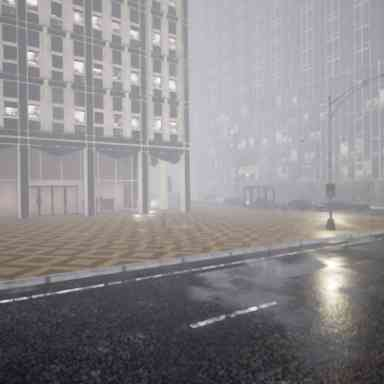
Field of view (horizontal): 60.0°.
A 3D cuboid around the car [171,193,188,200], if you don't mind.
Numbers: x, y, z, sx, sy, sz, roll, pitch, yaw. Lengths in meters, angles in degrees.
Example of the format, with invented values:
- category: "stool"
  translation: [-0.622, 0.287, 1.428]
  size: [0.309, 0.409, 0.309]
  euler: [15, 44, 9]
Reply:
- category: "car"
  translation: [-2.866, 0.958, 74.020]
  size: [1.802, 1.307, 4.206]
  euler: [0, 1, -34]

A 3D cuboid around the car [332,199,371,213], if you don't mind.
- category: "car"
  translation: [16.366, 1.459, 35.489]
  size: [1.895, 1.301, 4.718]
  euler: [-1, 1, -34]

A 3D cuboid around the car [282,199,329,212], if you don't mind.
- category: "car"
  translation: [12.498, 1.440, 36.349]
  size: [1.947, 1.339, 4.313]
  euler: [0, 1, -34]

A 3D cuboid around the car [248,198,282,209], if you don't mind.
- category: "car"
  translation: [9.313, 1.405, 41.058]
  size: [1.802, 1.307, 4.206]
  euler: [0, 1, -34]

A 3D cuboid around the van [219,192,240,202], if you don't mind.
- category: "van"
  translation: [6.732, 0.877, 59.924]
  size: [1.690, 1.788, 3.998]
  euler: [0, 1, -34]

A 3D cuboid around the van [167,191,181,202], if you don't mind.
- category: "van"
  translation: [-3.393, 0.954, 59.905]
  size: [1.690, 1.788, 3.998]
  euler: [0, 1, -34]

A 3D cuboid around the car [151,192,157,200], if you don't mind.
- category: "car"
  translation: [-9.793, 1.057, 69.302]
  size: [2.008, 1.369, 4.403]
  euler: [0, 1, -34]

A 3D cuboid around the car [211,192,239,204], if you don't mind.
- category: "car"
  translation: [5.474, 1.209, 51.492]
  size: [1.812, 1.442, 4.674]
  euler: [-1, 1, -34]

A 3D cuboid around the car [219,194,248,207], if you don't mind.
- category: "car"
  translation: [6.161, 1.336, 45.787]
  size: [1.947, 1.339, 4.313]
  euler: [0, 1, -34]

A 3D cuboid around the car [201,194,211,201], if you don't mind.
- category: "car"
  translation: [3.533, 1.065, 64.624]
  size: [1.802, 1.307, 4.206]
  euler: [0, 1, -34]

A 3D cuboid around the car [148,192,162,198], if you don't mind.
- category: "car"
  translation: [-9.266, 0.708, 83.412]
  size: [1.967, 1.590, 4.097]
  euler: [0, 1, -34]
